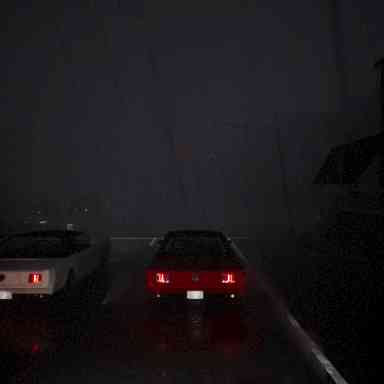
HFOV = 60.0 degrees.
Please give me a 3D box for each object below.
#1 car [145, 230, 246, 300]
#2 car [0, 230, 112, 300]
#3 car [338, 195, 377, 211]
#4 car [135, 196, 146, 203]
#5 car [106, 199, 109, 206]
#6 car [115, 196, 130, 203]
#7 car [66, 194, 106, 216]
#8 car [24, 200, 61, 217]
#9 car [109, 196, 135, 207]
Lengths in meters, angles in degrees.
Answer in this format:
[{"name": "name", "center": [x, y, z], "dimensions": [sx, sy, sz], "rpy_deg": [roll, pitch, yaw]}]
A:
[{"name": "car", "center": [0.077, 1.601, 8.323], "dimensions": [1.895, 1.301, 4.718], "rpy_deg": [0, 0, 0]}, {"name": "car", "center": [-3.424, 1.601, 8.305], "dimensions": [1.895, 1.301, 4.718], "rpy_deg": [0, 0, 0]}, {"name": "car", "center": [14.158, 1.057, 28.512], "dimensions": [4.181, 1.385, 1.994], "rpy_deg": [-14, 0, -1]}, {"name": "car", "center": [-10.526, 1.526, 66.699], "dimensions": [1.812, 1.442, 4.674], "rpy_deg": [0, 0, 0]}, {"name": "car", "center": [-14.096, 1.564, 51.229], "dimensions": [1.994, 1.385, 4.181], "rpy_deg": [0, 0, 0]}, {"name": "car", "center": [-14.015, 1.492, 67.504], "dimensions": [2.128, 1.511, 4.902], "rpy_deg": [0, 0, 0]}, {"name": "car", "center": [-10.606, 1.225, 33.095], "dimensions": [2.150, 2.045, 5.566], "rpy_deg": [0, 0, 0]}, {"name": "car", "center": [-14.104, 1.507, 31.757], "dimensions": [1.837, 1.490, 4.892], "rpy_deg": [0, 0, 0]}, {"name": "car", "center": [-10.601, 1.547, 50.734], "dimensions": [2.033, 1.411, 5.357], "rpy_deg": [0, 0, 0]}]
